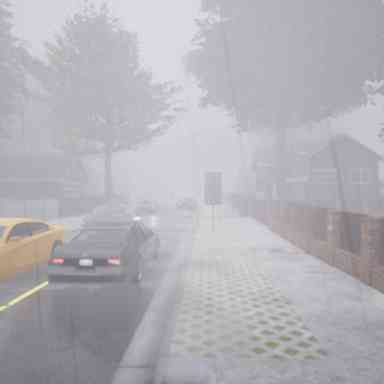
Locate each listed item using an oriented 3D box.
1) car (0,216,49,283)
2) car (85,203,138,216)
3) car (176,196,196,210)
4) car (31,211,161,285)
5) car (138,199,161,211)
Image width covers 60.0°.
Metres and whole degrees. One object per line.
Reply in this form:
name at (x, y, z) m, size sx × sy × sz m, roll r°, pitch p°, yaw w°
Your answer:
car at (-5.042, 1.436, 8.546) m, size 1.882 × 1.535 × 5.008 m, roll 0°, pitch 0°, yaw 4°
car at (-4.570, 1.432, 18.410) m, size 1.837 × 1.490 × 4.892 m, roll 0°, pitch 0°, yaw 3°
car at (-0.776, 1.439, 39.822) m, size 1.895 × 1.301 × 4.718 m, roll 0°, pitch 0°, yaw 3°
car at (-2.095, 1.495, 9.384) m, size 2.033 × 1.411 × 5.357 m, roll 0°, pitch 0°, yaw 2°
car at (-4.027, 1.414, 31.069) m, size 1.812 × 1.442 × 4.674 m, roll 0°, pitch 0°, yaw 3°
